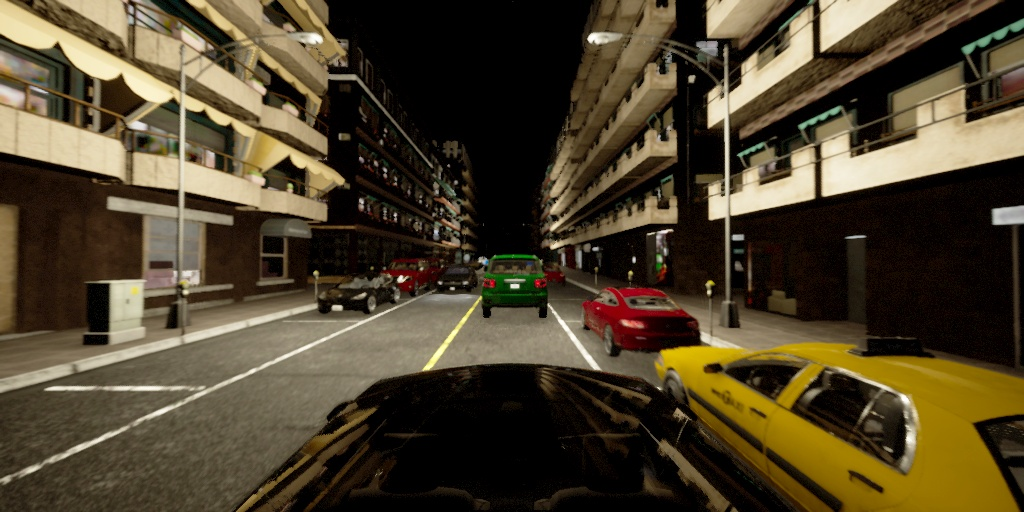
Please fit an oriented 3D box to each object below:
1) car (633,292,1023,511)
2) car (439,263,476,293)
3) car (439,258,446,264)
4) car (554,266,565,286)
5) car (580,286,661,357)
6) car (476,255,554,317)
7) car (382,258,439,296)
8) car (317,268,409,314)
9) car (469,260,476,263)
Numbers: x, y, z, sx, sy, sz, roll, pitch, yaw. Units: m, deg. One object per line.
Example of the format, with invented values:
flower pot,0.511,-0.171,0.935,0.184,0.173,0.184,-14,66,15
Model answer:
car,2.690,1.276,2.836,1.751,1.417,4.829,0,0,0
car,-3.098,1.308,21.314,2.033,1.411,5.357,0,0,0
car,-5.692,1.077,24.990,2.192,1.841,5.009,0,0,0
car,2.689,1.345,24.951,1.802,1.307,4.207,0,0,0
car,2.690,1.336,8.238,1.802,1.307,4.207,0,0,0
car,0.093,0.981,13.407,2.150,2.045,5.566,0,0,0
car,-5.691,1.074,19.419,2.192,1.841,5.009,0,0,0
car,-5.691,1.322,13.848,1.948,1.339,4.313,0,0,0
car,-5.694,1.304,52.676,1.751,1.417,4.829,0,0,0
